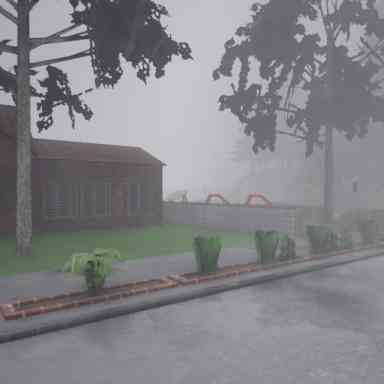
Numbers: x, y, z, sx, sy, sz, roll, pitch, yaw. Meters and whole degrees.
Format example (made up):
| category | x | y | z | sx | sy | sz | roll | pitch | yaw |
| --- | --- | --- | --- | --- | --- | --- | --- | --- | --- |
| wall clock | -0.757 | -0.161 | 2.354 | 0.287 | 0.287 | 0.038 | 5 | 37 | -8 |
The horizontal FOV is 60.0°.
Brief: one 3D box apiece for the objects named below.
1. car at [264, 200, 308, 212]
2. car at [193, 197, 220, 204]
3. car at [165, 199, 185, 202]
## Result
| category | x | y | z | sx | sy | sz | roll | pitch | yaw |
| --- | --- | --- | --- | --- | --- | --- | --- | --- | --- |
| car | 10.258 | 1.593 | 36.313 | 1.895 | 1.301 | 4.718 | 0 | 0 | -36 |
| car | 2.335 | 1.539 | 54.438 | 2.033 | 1.411 | 5.357 | 0 | 0 | -36 |
| car | -2.836 | 1.593 | 54.768 | 1.895 | 1.301 | 4.718 | 0 | 0 | -35 |
